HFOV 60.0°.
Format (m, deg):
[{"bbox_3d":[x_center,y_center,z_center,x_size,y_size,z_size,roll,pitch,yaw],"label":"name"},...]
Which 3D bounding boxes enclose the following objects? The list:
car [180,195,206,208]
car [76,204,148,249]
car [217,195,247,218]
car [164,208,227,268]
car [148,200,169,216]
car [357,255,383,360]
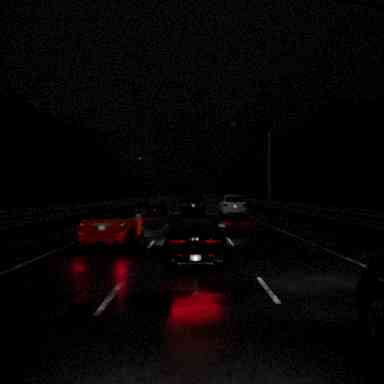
[{"bbox_3d":[0.094,1.244,30.552,2.150,2.045,5.566,0,0,0],"label":"car"},{"bbox_3d":[-3.405,1.360,14.651,2.097,1.767,4.553,0,0,0],"label":"car"},{"bbox_3d":[3.593,1.244,30.429,2.150,2.045,5.566,0,0,0],"label":"car"},{"bbox_3d":[0.096,1.509,11.303,1.837,1.490,4.892,0,0,0],"label":"car"},{"bbox_3d":[-3.407,1.503,32.929,1.882,1.535,5.008,0,0,0],"label":"car"},{"bbox_3d":[3.592,1.224,2.721,2.150,2.045,5.566,0,0,0],"label":"car"}]
